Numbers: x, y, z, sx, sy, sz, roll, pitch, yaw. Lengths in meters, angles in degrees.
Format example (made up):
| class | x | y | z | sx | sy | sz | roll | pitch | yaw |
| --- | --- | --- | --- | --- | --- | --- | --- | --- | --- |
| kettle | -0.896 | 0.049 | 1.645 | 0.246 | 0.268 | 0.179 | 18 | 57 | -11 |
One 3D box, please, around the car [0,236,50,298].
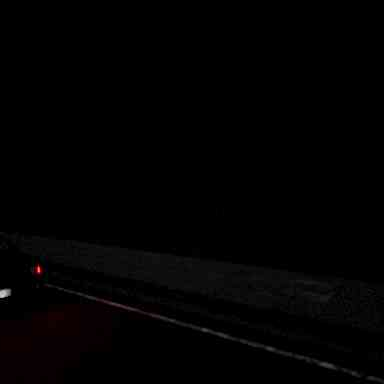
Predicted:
| class | x | y | z | sx | sy | sz | roll | pitch | yaw |
| --- | --- | --- | --- | --- | --- | --- | --- | --- | --- |
| car | -5.327 | 1.607 | 7.483 | 4.718 | 1.301 | 1.895 | 0 | 0 | 36 |
